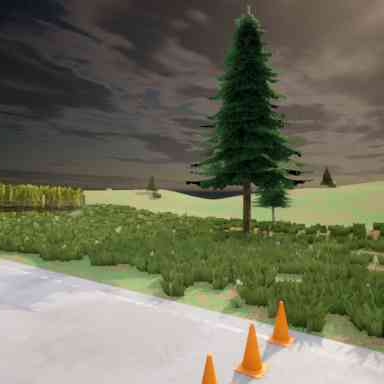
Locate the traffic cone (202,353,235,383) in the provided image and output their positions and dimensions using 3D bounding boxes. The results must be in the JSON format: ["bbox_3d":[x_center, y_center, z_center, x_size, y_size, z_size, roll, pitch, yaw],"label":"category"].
[{"bbox_3d":[0.179,1.955,3.406,0.340,0.580,0.340,0,0,36],"label":"traffic cone"}]

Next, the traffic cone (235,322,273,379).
[{"bbox_3d":[0.764,1.955,4.218,0.340,0.580,0.340,0,0,36],"label":"traffic cone"}]

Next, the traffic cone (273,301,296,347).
[{"bbox_3d":[1.348,1.955,5.029,0.340,0.580,0.340,0,0,36],"label":"traffic cone"}]
